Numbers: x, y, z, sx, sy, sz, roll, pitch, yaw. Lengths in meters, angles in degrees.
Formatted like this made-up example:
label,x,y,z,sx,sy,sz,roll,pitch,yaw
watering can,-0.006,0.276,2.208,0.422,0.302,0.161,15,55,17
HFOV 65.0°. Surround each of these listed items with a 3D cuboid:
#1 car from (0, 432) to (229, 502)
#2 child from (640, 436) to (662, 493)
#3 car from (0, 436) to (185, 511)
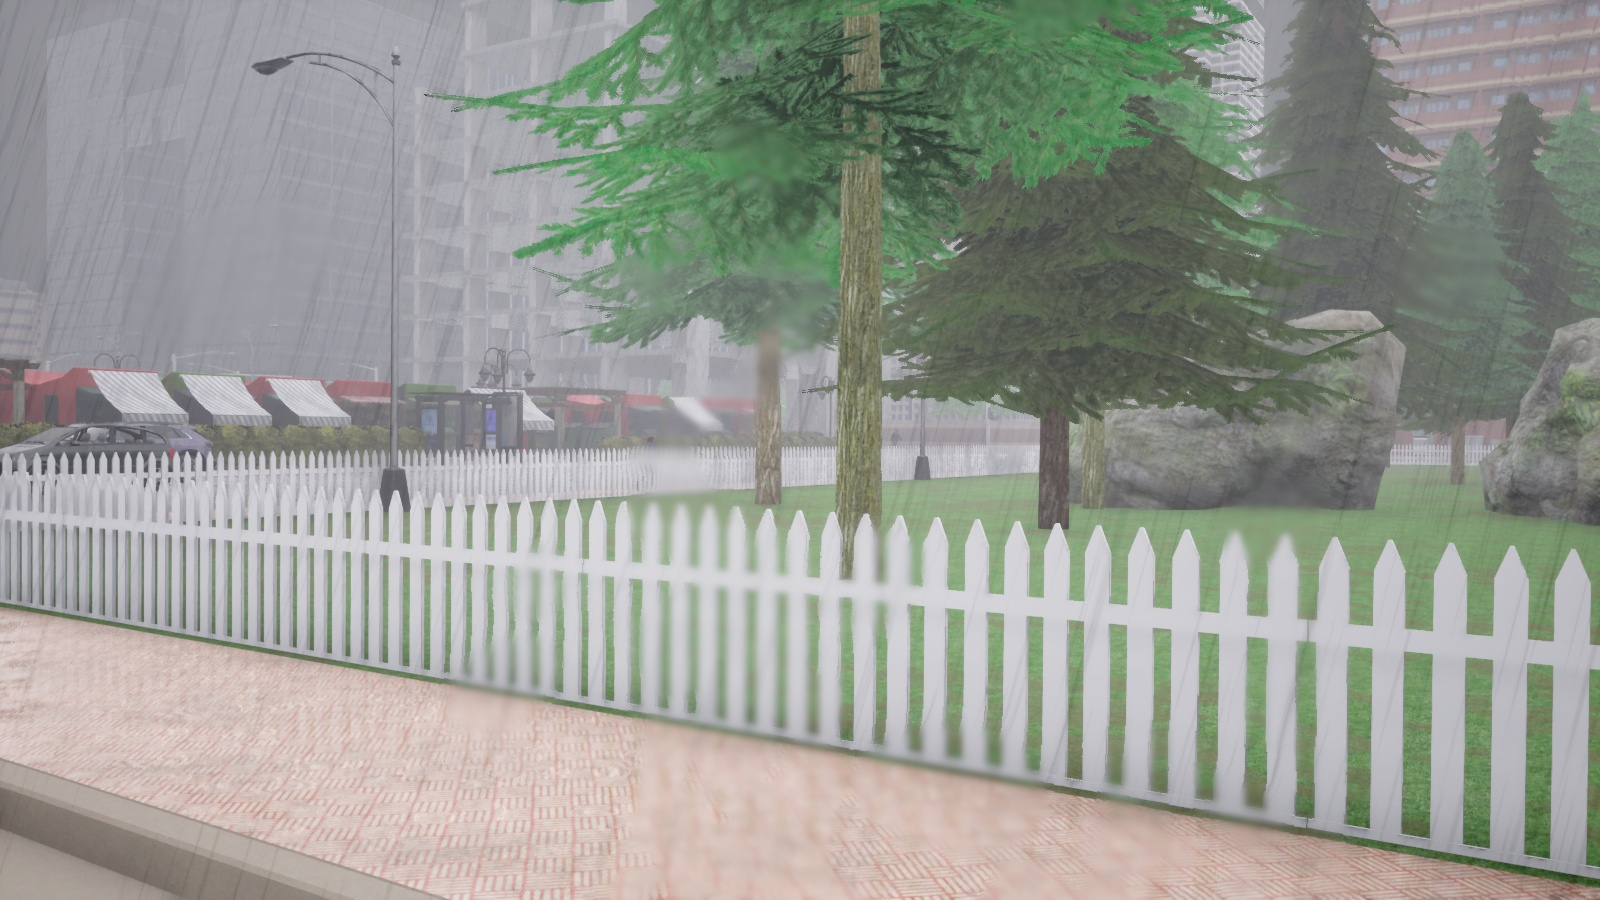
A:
label,x,y,z,sx,sy,sz,roll,pitch,yaw
car,-17.565,0.378,32.379,2.033,1.649,4.856,0,1,32
child,-3.301,0.320,27.830,0.270,1.263,0.437,0,1,32
car,-16.081,0.471,28.169,1.789,1.549,3.705,0,1,32
